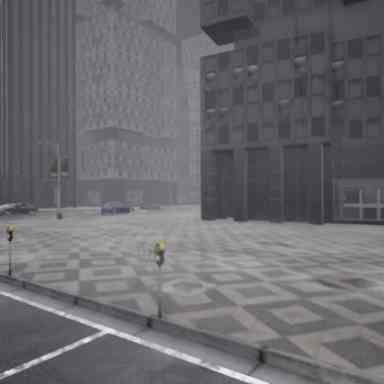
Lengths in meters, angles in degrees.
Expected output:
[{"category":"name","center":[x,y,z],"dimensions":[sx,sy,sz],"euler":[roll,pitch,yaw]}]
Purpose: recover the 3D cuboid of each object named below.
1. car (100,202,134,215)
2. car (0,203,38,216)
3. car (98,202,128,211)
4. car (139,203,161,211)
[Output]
[{"category":"car","center":[-9.923,2.117,44.671],"dimensions":[2.097,1.767,4.553],"euler":[0,-1,36]},{"category":"car","center":[-21.238,2.125,40.400],"dimensions":[1.837,1.490,4.892],"euler":[0,-1,36]},{"category":"car","center":[-13.427,2.477,56.803],"dimensions":[2.128,1.511,4.902],"euler":[-1,-2,36]},{"category":"car","center":[-7.461,2.634,59.500],"dimensions":[1.994,1.385,4.181],"euler":[-1,-2,36]}]
